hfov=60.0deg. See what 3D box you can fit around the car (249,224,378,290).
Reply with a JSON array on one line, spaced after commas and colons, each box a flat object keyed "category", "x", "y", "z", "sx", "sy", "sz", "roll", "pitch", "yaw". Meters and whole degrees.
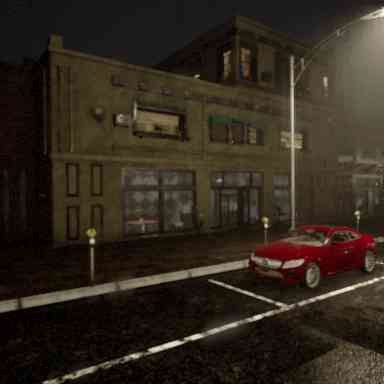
[{"category": "car", "x": 3.405, "y": 1.564, "z": 8.984, "sx": 4.206, "sy": 1.307, "sz": 1.802, "roll": 0, "pitch": 0, "yaw": -35}]
